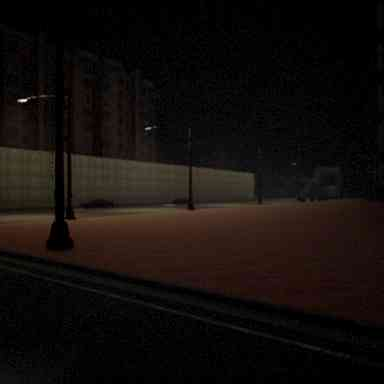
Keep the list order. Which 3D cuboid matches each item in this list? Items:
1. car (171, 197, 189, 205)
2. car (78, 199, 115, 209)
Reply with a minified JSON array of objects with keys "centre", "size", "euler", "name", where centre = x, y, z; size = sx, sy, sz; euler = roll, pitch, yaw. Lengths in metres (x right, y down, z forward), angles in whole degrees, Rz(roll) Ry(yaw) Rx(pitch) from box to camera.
[{"centre":[-2.141,1.726,63.760],"size":[1.994,1.385,4.181],"euler":[0,0,36],"name":"car"},{"centre":[-13.657,1.688,47.892],"size":[2.033,1.411,5.357],"euler":[0,0,36],"name":"car"}]
